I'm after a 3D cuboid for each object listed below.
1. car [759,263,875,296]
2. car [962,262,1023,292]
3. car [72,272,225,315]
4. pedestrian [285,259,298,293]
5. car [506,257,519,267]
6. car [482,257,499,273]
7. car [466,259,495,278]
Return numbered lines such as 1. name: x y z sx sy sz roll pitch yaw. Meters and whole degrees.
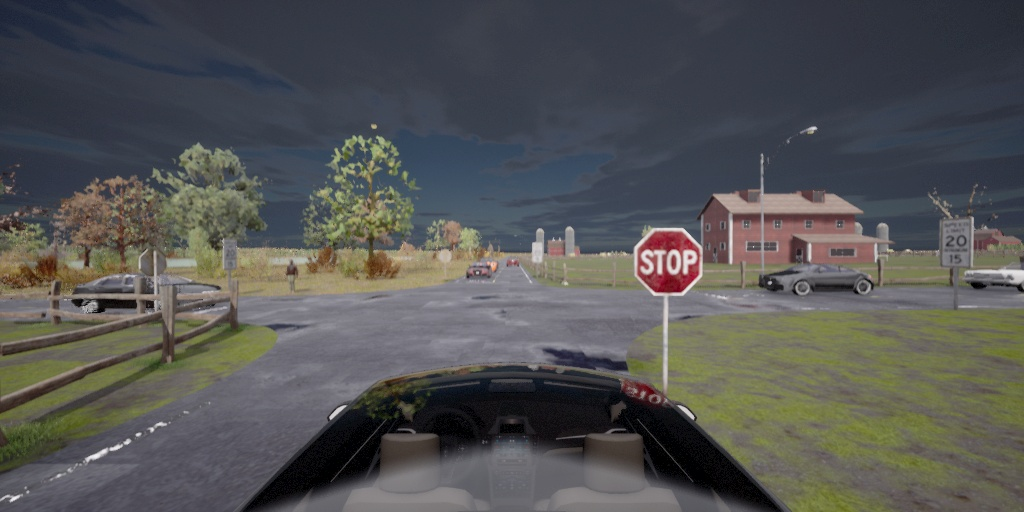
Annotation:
1. car: 13.868 1.029 16.489 4.181 1.385 1.994 -1 1 1
2. car: 23.937 0.919 16.405 4.718 1.301 1.895 -1 1 1
3. car: -13.731 1.382 13.694 4.902 1.511 2.128 -1 1 3
4. pedestrian: -12.143 1.099 19.738 0.375 1.860 0.375 0 1 0
5. car: 0.148 0.886 60.378 2.097 1.767 4.553 0 0 0
6. car: -2.806 0.957 41.158 2.097 1.767 4.553 0 0 0
7. car: -2.816 1.205 31.403 1.994 1.385 4.181 0 0 1
